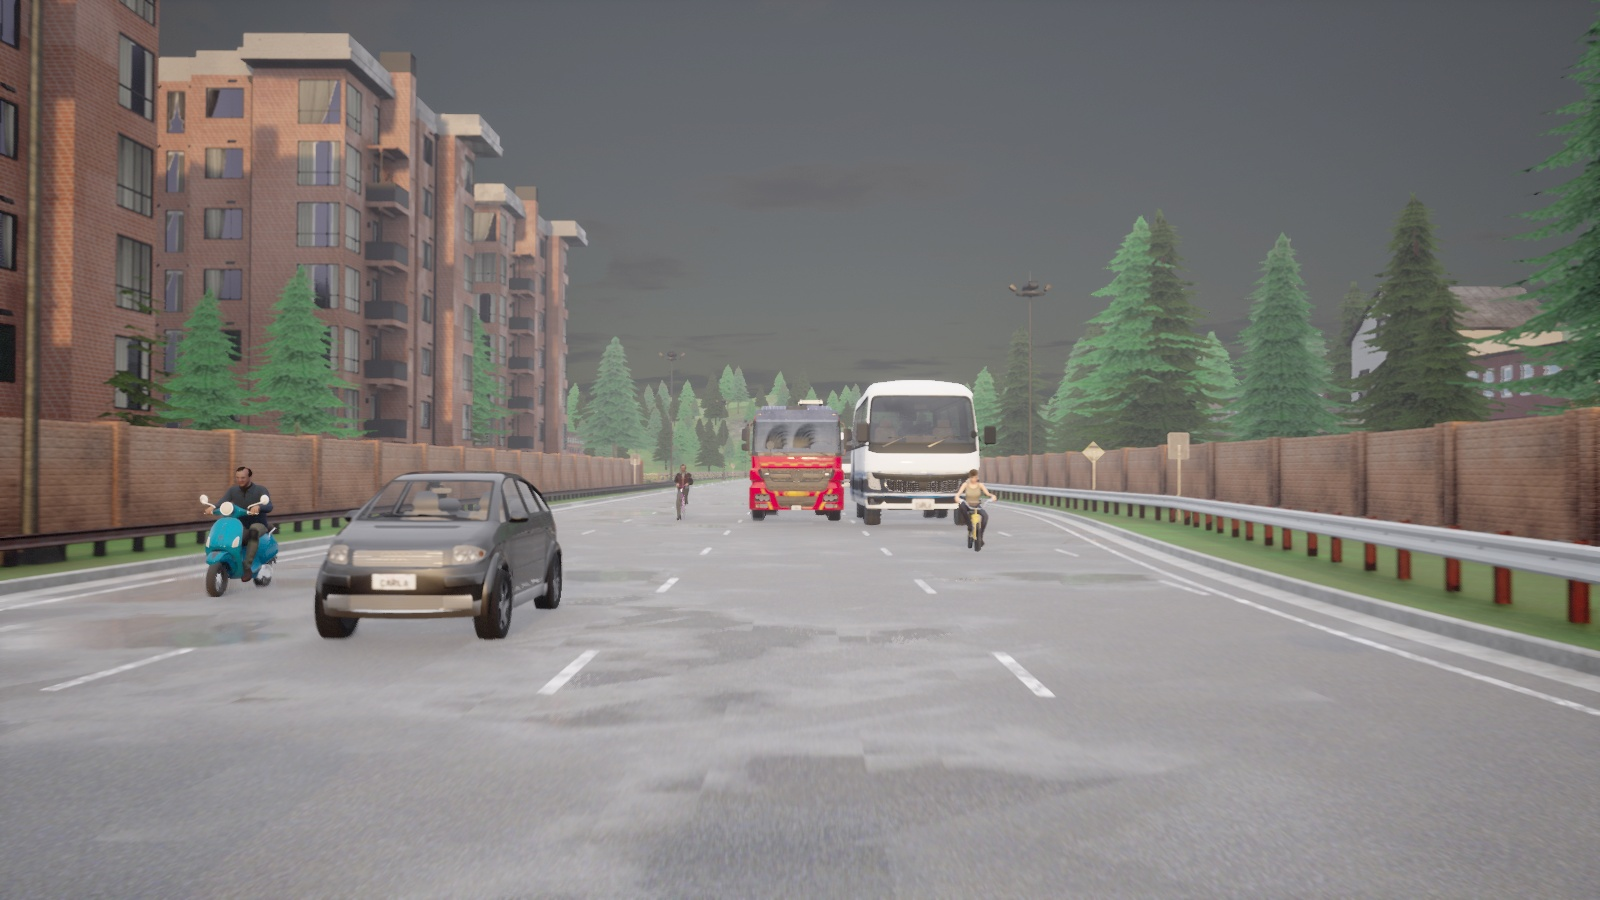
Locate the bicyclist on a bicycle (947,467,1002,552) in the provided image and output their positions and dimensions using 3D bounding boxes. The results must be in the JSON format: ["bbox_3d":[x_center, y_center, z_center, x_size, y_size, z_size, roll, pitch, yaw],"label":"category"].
[{"bbox_3d":[3.439,1.152,24.809,0.866,1.612,1.509,0,-1,0],"label":"bicyclist on a bicycle"}]

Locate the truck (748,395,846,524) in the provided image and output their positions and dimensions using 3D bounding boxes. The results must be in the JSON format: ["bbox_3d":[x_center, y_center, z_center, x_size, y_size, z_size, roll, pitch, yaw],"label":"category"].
[{"bbox_3d":[-0.106,0.346,41.607,2.891,3.827,8.468,0,-1,0],"label":"truck"}]

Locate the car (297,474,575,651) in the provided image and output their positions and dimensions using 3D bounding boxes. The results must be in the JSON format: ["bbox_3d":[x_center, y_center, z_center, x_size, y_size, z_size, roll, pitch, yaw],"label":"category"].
[{"bbox_3d":[-3.532,1.023,12.897,1.789,1.549,3.705,0,-1,0],"label":"car"}]

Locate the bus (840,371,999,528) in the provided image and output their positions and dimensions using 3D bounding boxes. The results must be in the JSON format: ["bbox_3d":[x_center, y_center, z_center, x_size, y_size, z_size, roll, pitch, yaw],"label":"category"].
[{"bbox_3d":[3.399,0.080,39.222,3.944,4.253,10.273,0,-1,0],"label":"bus"}]

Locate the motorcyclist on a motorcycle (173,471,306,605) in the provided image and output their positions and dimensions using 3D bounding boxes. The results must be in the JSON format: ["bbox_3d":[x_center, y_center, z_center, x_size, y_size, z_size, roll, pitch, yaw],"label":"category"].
[{"bbox_3d":[-7.039,1.062,15.877,0.866,1.590,1.817,0,-1,0],"label":"motorcyclist on a motorcycle"}]

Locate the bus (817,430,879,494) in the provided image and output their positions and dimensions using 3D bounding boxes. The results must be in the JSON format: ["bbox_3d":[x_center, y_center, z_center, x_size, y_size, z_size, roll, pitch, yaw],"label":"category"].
[{"bbox_3d":[3.279,0.912,88.923,3.944,4.253,10.273,0,-1,0],"label":"bus"}]
